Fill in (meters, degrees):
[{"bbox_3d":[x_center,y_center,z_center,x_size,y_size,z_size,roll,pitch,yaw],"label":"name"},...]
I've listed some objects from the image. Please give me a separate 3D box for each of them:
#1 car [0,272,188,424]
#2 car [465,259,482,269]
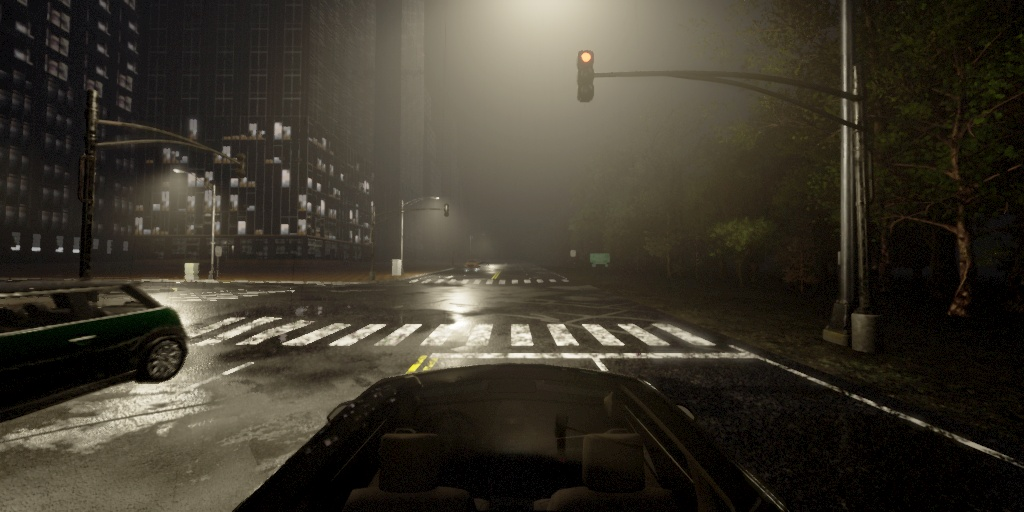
[{"bbox_3d":[-6.498,1.121,4.057,2.097,1.767,4.553,0,0,0],"label":"car"},{"bbox_3d":[-6.508,1.308,59.090,1.882,1.535,5.008,0,1,0],"label":"car"}]
